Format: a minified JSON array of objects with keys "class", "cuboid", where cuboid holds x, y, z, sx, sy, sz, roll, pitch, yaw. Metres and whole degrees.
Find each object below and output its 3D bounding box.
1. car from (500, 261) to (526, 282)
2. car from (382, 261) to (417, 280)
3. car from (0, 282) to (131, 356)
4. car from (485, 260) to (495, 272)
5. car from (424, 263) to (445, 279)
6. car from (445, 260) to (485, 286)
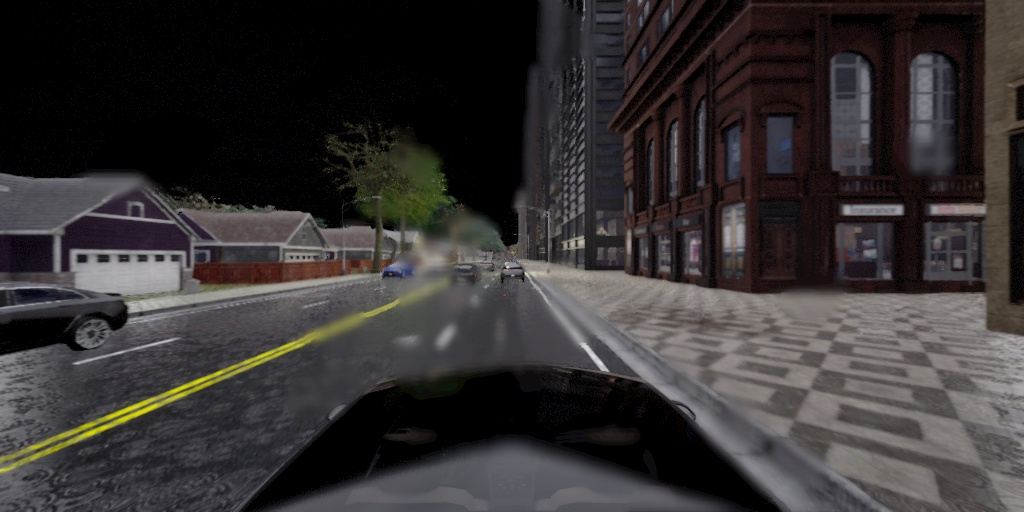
[{"class":"car","cuboid":[0.066,1.243,28.850,2.128,1.511,4.902,0,0,0]},{"class":"car","cuboid":[-9.811,1.239,31.512,1.882,1.535,5.008,0,0,0]},{"class":"car","cuboid":[-9.841,1.252,6.265,2.128,1.511,4.902,0,0,0]},{"class":"car","cuboid":[-3.203,1.254,46.774,2.128,1.511,4.902,0,0,0]},{"class":"car","cuboid":[-6.559,1.323,32.275,1.994,1.385,4.181,0,0,0]},{"class":"car","cuboid":[-3.185,1.261,25.202,1.837,1.490,4.892,0,1,0]}]
